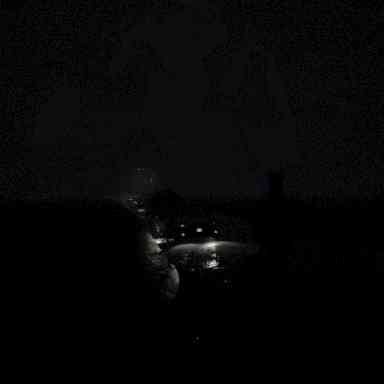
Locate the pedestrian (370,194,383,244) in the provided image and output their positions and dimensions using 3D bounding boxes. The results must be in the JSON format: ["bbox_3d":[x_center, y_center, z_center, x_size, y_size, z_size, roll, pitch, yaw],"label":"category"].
[{"bbox_3d":[6.825,0.954,12.132,0.375,1.860,0.375,-1,-1,-13],"label":"pedestrian"}]

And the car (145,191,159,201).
[{"bbox_3d":[-7.154,0.670,59.427,1.837,1.490,4.892,-3,1,-13],"label":"car"}]

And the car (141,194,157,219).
[{"bbox_3d":[-2.481,1.186,26.201,2.128,1.511,4.902,-3,1,-13],"label":"car"}]

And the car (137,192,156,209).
[{"bbox_3d":[-5.129,1.069,37.712,1.812,1.442,4.674,-3,2,-13],"label":"car"}]

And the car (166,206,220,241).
[{"bbox_3d":[-0.106,1.401,16.000,1.994,1.385,4.181,-3,1,-12],"label":"car"}]
